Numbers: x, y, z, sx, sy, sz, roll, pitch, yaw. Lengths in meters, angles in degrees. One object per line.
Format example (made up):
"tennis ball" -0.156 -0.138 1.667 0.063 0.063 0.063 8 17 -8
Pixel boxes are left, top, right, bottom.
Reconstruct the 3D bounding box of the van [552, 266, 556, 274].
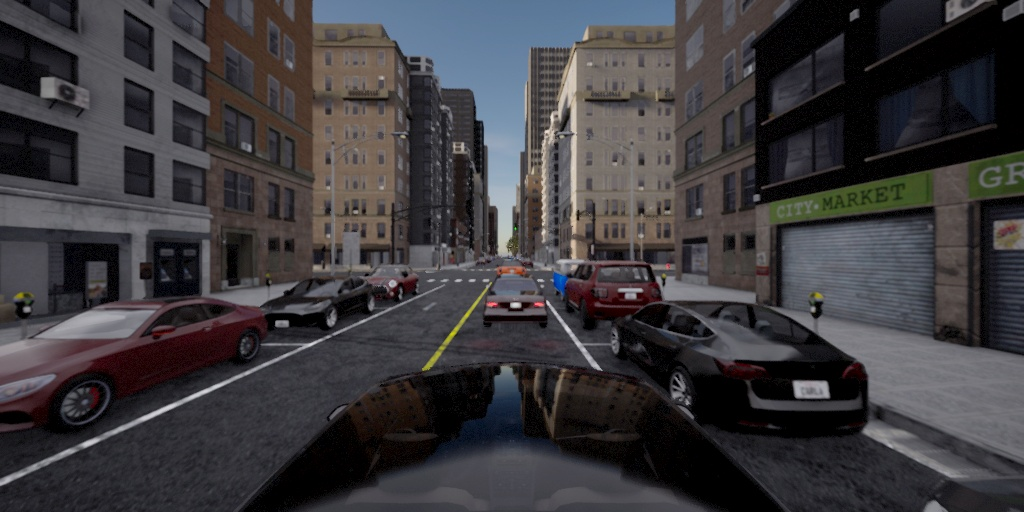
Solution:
"van" 2.856 1.053 16.551 1.690 1.789 3.998 0 0 0

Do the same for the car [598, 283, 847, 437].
"car" 2.858 1.306 5.504 1.948 1.339 4.313 0 0 0

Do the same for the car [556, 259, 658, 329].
"car" 2.857 1.041 11.028 2.192 1.841 5.009 0 0 0

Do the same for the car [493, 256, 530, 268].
"car" -0.145 1.035 26.926 2.097 1.767 4.553 0 0 -4

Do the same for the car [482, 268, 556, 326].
"car" 0.099 1.273 11.477 2.033 1.411 5.357 0 0 0

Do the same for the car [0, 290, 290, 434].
"car" -5.668 1.323 5.495 1.802 1.307 4.207 0 0 0

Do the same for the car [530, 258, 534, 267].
"car" 2.565 1.066 60.440 1.967 1.591 4.097 0 0 -1

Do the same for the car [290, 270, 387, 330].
"car" -5.669 1.292 11.020 1.948 1.339 4.313 0 0 0

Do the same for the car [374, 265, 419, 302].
"car" -5.670 1.152 16.545 1.967 1.591 4.097 0 0 0
